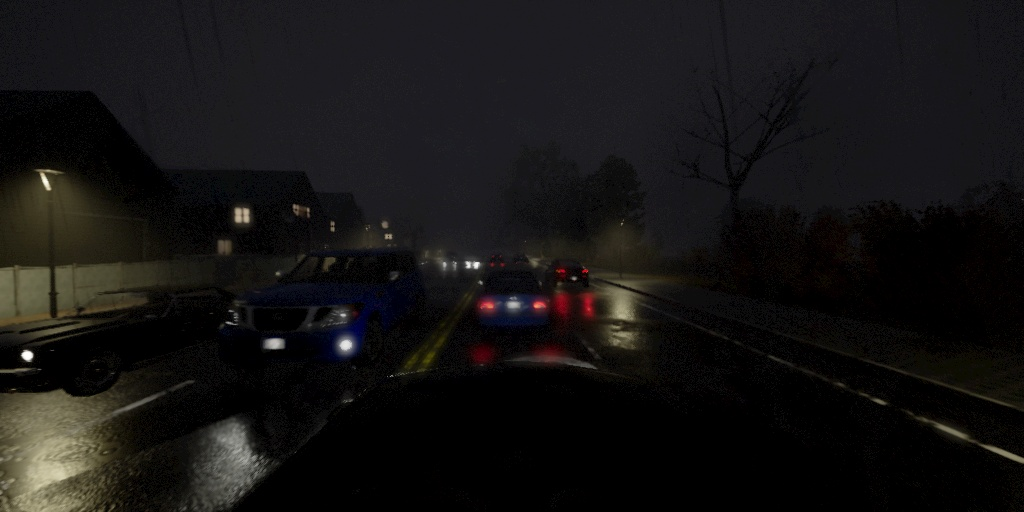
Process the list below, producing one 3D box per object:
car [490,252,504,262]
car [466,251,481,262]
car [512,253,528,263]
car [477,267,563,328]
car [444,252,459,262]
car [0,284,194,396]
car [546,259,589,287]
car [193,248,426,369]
[{"bbox_3d":[-2.176,0.140,51.370,1.812,1.442,4.674,0,1,-4],"label":"car"},{"bbox_3d":[-5.648,0.074,53.109,2.128,1.511,4.902,0,1,-4],"label":"car"},{"bbox_3d":[1.118,0.192,50.794,1.994,1.385,4.181,0,1,-4],"label":"car"},{"bbox_3d":[-0.021,1.099,10.541,2.033,1.411,5.357,0,1,-1],"label":"car"},{"bbox_3d":[-8.887,0.103,52.831,1.837,1.490,4.892,0,1,-4],"label":"car"},{"bbox_3d":[-6.659,1.246,6.502,1.895,1.301,4.718,0,1,-1],"label":"car"},{"bbox_3d":[2.944,0.871,19.719,1.812,1.442,4.674,0,1,-2],"label":"car"},{"bbox_3d":[-3.427,0.834,7.860,2.150,2.045,5.566,0,1,-1],"label":"car"}]
